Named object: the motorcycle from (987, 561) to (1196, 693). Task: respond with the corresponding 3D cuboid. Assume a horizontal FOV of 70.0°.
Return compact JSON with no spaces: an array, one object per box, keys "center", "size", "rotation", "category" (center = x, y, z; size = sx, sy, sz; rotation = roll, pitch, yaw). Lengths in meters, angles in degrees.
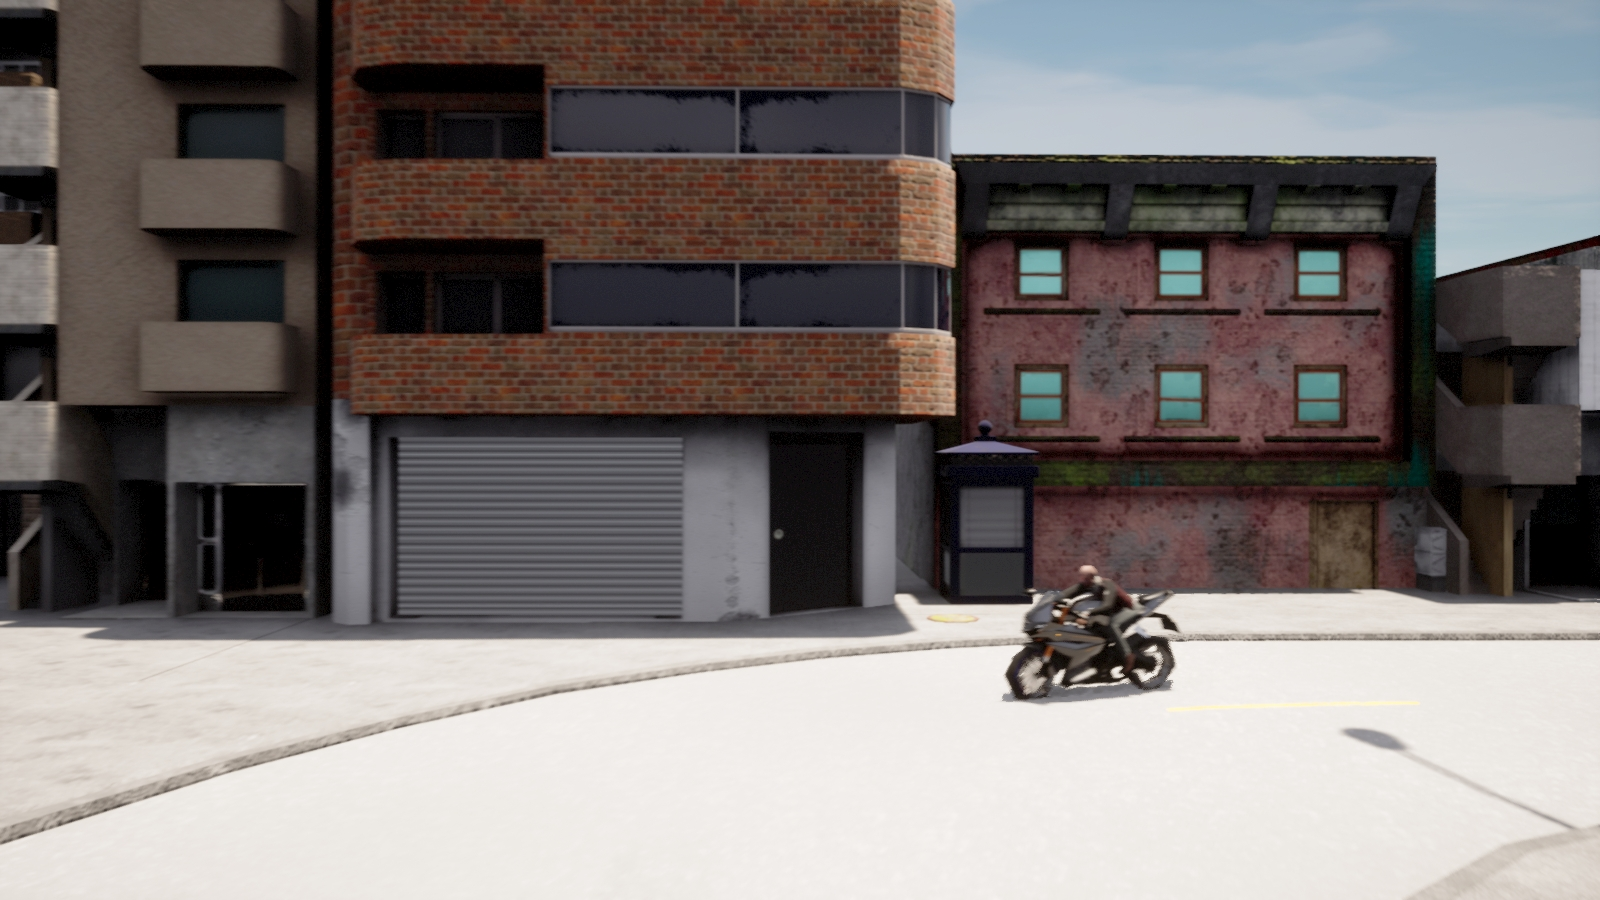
[{"center":[3.347,1.990,13.142],"size":[2.209,1.251,0.867],"rotation":[0,1,-20],"category":"motorcycle"}]
